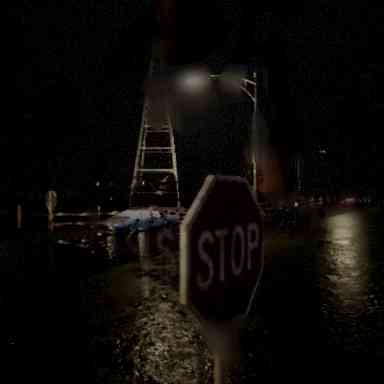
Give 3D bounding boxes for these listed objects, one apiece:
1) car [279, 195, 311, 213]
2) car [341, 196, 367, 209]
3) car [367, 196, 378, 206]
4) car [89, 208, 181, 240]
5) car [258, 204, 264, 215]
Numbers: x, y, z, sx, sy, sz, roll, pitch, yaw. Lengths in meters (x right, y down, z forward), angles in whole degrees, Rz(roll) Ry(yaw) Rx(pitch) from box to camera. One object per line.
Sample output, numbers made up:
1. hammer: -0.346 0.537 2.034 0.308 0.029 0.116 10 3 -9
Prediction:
1. car: 11.201 1.264 35.933 2.097 1.767 4.553 1 1 38
2. car: 20.936 1.437 43.498 1.994 1.385 4.181 0 0 39
3. car: 27.230 1.373 51.336 2.033 1.411 5.357 0 0 40
4. car: -2.811 1.574 17.823 2.033 1.411 5.357 0 0 36
5. car: 4.251 1.496 27.055 1.812 1.442 4.674 0 0 38
